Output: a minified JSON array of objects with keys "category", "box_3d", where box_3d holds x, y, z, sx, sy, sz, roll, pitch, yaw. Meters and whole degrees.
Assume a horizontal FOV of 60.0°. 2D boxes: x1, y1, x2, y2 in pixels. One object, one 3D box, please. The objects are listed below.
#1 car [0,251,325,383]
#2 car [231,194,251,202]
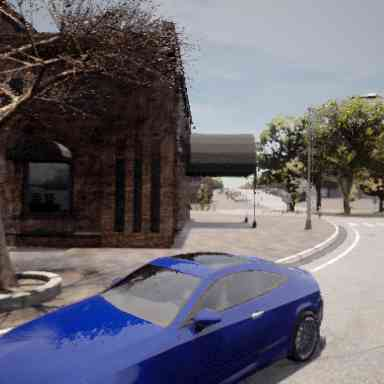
[{"category":"car","box_3d":[-0.023,1.577,4.287,4.674,1.442,1.812,0,-1,-41]},{"category":"car","box_3d":[14.287,1.983,93.002,4.674,1.452,2.002,-1,3,-19]}]
